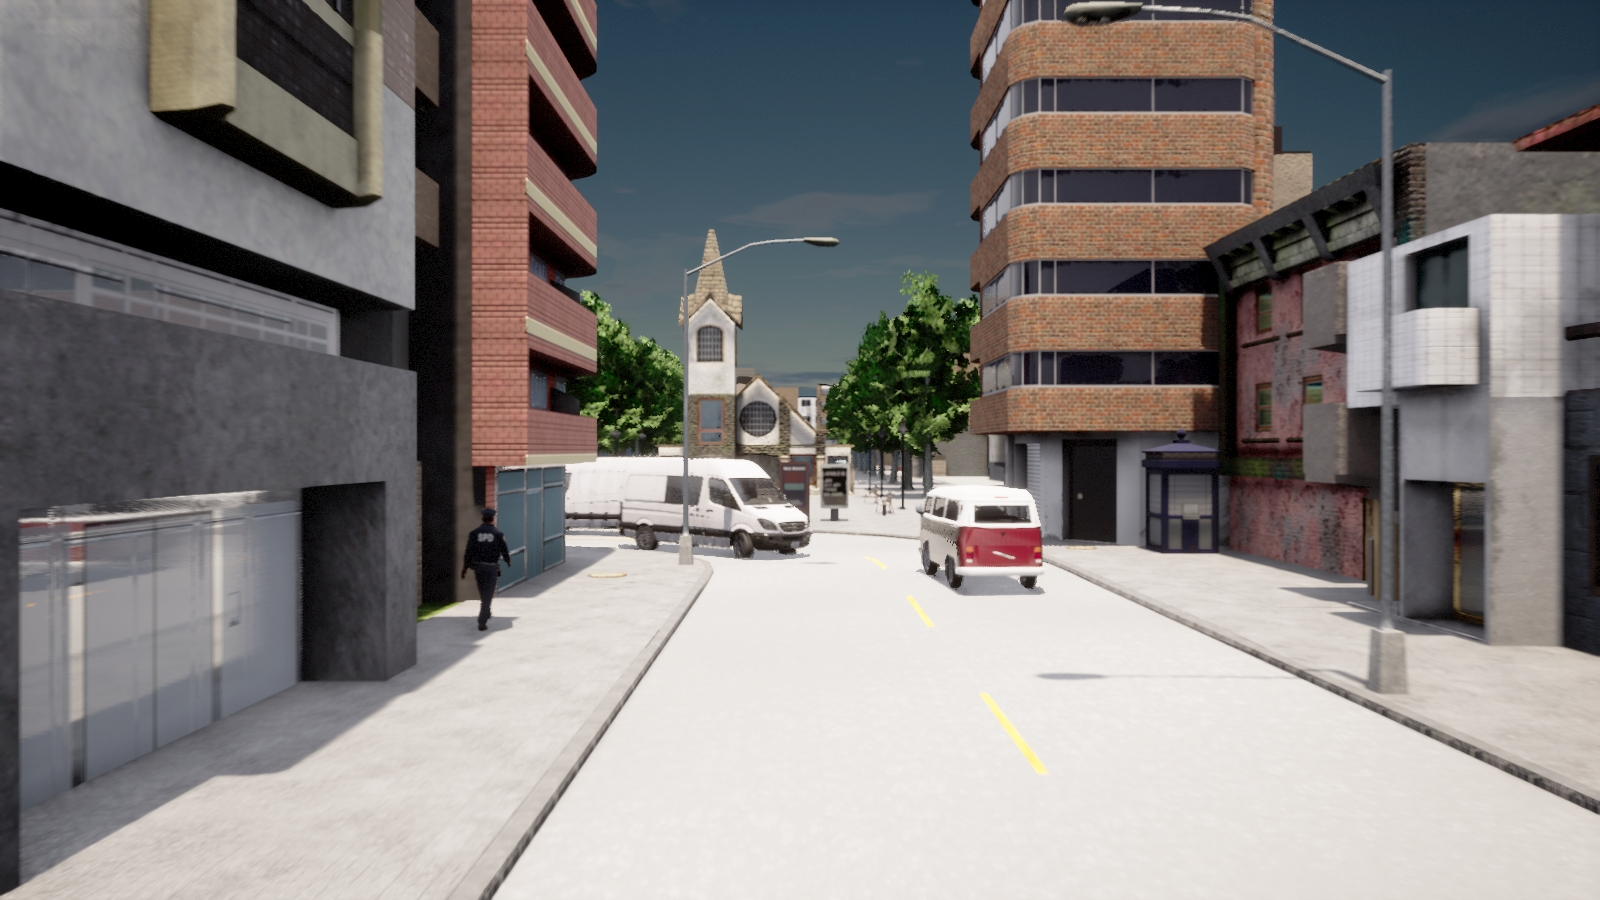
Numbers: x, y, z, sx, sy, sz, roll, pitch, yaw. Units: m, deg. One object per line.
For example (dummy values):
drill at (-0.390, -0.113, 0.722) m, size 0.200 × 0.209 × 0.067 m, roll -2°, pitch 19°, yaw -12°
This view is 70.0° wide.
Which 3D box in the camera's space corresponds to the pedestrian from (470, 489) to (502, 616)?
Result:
pedestrian at (-4.681, 1.514, 17.056) m, size 0.375 × 1.860 × 0.375 m, roll 0°, pitch 0°, yaw -2°

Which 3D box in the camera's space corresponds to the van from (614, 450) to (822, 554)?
van at (-2.318, 1.299, 30.962) m, size 5.915 × 2.561 × 1.988 m, roll 0°, pitch -1°, yaw 41°

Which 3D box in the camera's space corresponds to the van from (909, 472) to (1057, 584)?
van at (3.749, 1.551, 24.244) m, size 2.069 × 2.038 × 4.480 m, roll 0°, pitch 0°, yaw -5°

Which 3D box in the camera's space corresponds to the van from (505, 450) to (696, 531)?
van at (-6.569, 1.296, 37.799) m, size 5.915 × 2.561 × 1.988 m, roll 0°, pitch -1°, yaw 14°
